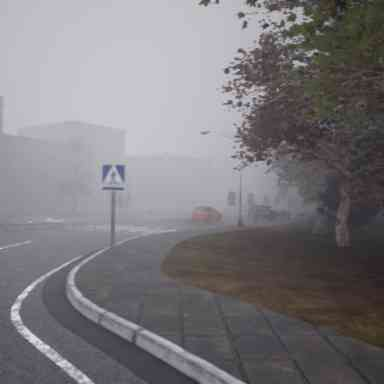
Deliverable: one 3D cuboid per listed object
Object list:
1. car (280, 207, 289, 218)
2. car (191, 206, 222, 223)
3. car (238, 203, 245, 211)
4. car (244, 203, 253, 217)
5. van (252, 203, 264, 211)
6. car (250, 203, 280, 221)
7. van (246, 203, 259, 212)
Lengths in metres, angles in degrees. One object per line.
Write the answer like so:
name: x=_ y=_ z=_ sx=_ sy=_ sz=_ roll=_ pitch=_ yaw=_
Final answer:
car: x=15.121 y=3.691 z=56.586 sx=1.895 sy=1.301 sz=4.718 roll=2 pitch=-1 yaw=26
car: x=1.670 y=2.370 z=36.344 sx=2.097 sy=1.767 sz=4.553 roll=2 pitch=-3 yaw=26
car: x=12.336 y=3.505 z=76.667 sx=2.435 sy=2.045 sz=5.566 roll=2 pitch=-1 yaw=27
car: x=10.983 y=3.137 z=55.267 sx=2.150 sy=2.045 sz=5.566 roll=2 pitch=-1 yaw=27
van: x=17.257 y=3.842 z=86.504 sx=1.878 sy=1.987 sz=4.442 roll=2 pitch=-1 yaw=27
car: x=10.409 y=2.992 z=47.004 sx=2.150 sy=2.045 sz=5.566 roll=2 pitch=-1 yaw=26
van: x=14.775 y=3.687 z=81.546 sx=1.878 sy=1.987 sz=4.442 roll=2 pitch=-1 yaw=27
